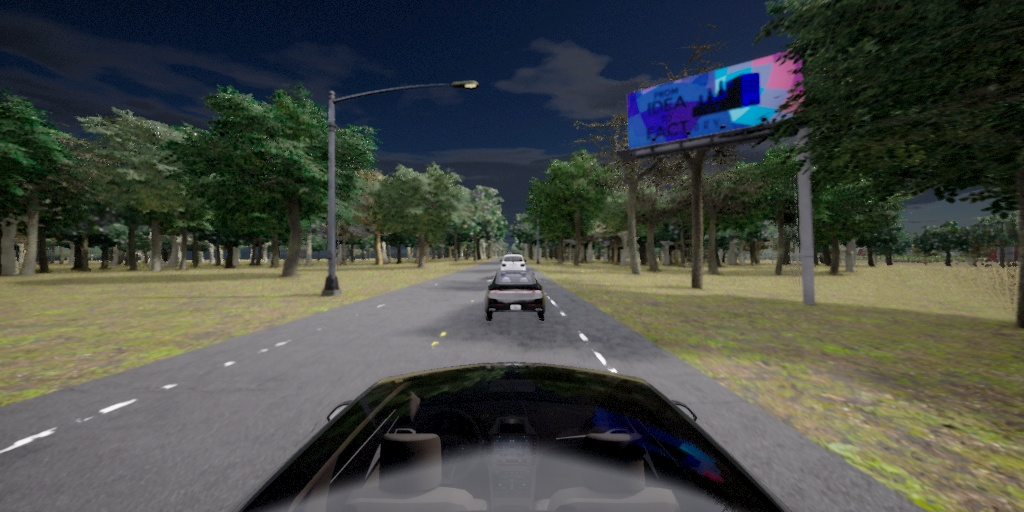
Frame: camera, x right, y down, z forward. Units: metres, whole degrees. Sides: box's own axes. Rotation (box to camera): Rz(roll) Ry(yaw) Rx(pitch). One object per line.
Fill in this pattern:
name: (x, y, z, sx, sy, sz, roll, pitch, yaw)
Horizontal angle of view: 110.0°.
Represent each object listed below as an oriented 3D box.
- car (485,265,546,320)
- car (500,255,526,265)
car: (0.104, 1.239, 12.565, 2.128, 1.511, 4.902, 0, 0, 0)
car: (0.109, 0.931, 32.752, 2.150, 2.045, 5.566, 0, 0, 0)
